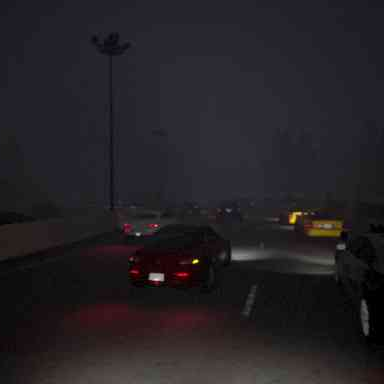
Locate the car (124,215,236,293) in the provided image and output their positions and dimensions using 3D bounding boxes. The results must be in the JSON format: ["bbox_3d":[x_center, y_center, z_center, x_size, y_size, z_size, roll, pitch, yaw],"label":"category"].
[{"bbox_3d":[-0.117,1.571,8.981,1.812,1.442,4.674,0,0,15],"label":"car"}]

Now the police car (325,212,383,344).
[{"bbox_3d":[3.932,1.428,6.286,1.930,1.638,5.238,0,0,16],"label":"police car"}]

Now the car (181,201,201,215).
[{"bbox_3d":[-0.115,1.657,33.889,2.128,1.511,4.902,0,0,2],"label":"car"}]

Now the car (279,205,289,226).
[{"bbox_3d":[7.313,1.518,23.570,1.801,1.575,5.366,0,0,7],"label":"car"}]

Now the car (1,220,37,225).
[{"bbox_3d":[-9.414,1.671,15.985,1.812,1.442,4.674,0,0,12],"label":"car"}]

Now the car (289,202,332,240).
[{"bbox_3d":[6.373,1.494,17.057,1.801,1.575,5.366,0,0,10],"label":"car"}]

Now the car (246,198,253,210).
[{"bbox_3d":[6.729,1.523,44.991,2.097,1.767,4.553,0,0,-6],"label":"car"}]

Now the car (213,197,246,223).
[{"bbox_3d":[3.003,1.463,27.144,2.097,1.767,4.553,0,0,5],"label":"car"}]

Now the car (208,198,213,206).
[{"bbox_3d":[4.390,1.740,60.225,1.882,1.535,5.008,0,0,-15],"label":"car"}]

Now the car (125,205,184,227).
[{"bbox_3d":[-1.918,1.622,16.840,1.812,1.442,4.674,0,0,11],"label":"car"}]
